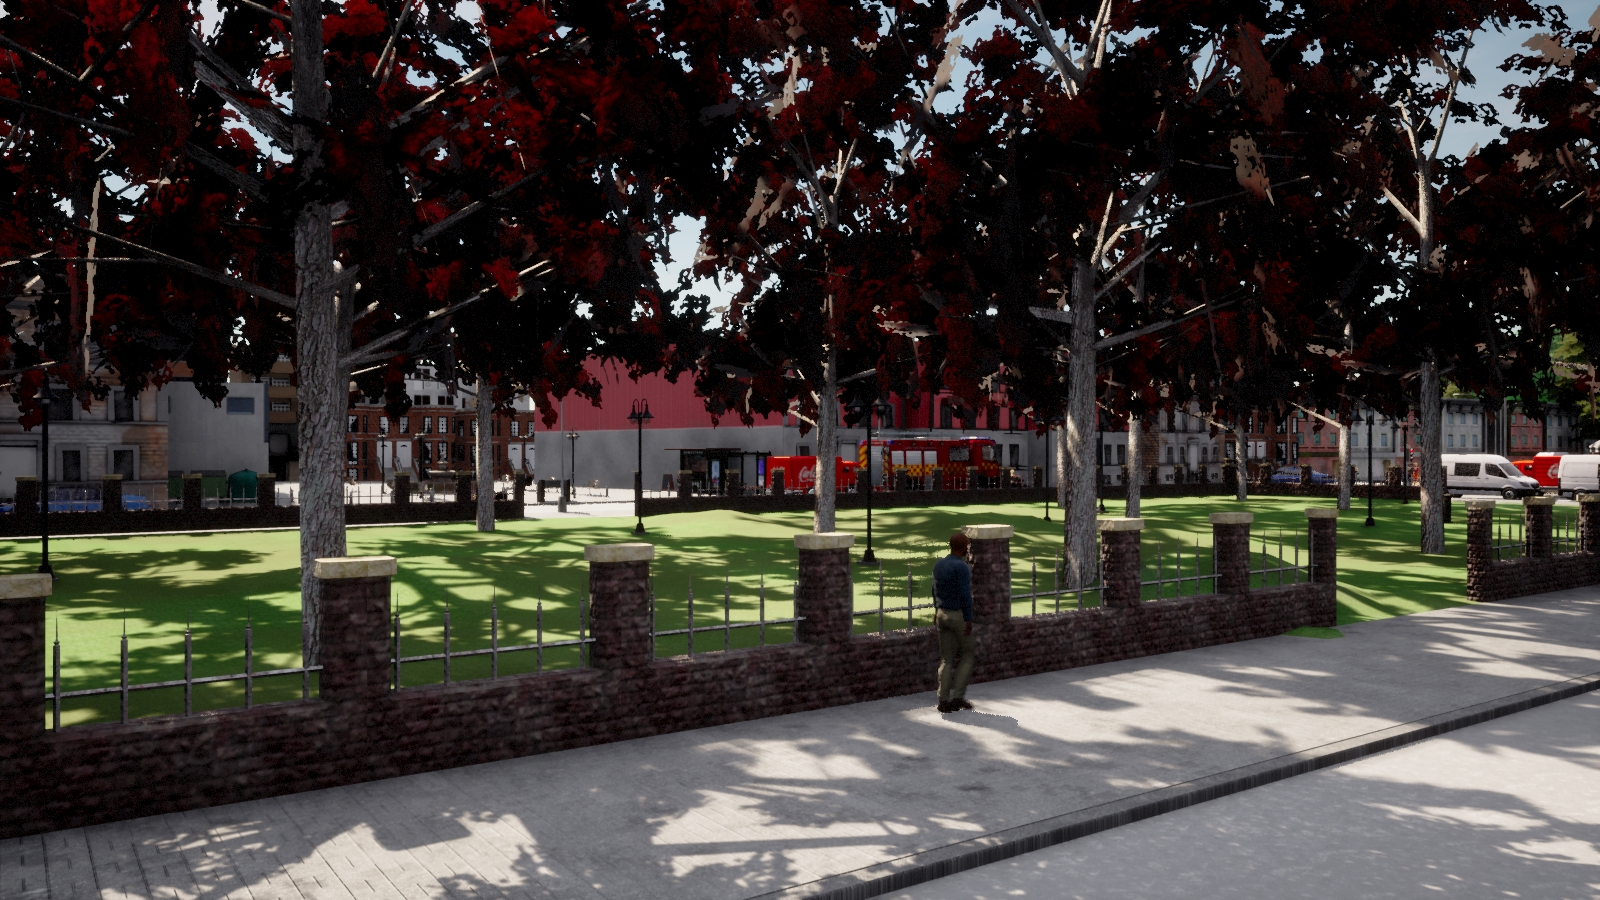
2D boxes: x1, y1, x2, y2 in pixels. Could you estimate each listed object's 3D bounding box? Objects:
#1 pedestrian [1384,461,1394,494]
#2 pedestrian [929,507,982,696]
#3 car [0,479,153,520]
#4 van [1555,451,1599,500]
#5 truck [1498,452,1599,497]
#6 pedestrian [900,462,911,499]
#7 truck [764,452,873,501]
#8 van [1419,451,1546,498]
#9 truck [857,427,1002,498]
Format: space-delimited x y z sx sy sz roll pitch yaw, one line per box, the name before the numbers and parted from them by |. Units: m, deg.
pedestrian | 32.909 1.523 63.858 0.375 1.860 0.375 0 0 -35
pedestrian | 1.588 1.525 11.673 0.375 1.860 0.375 0 0 -35
car | -28.464 1.886 44.623 5.357 1.411 2.033 0 0 -35
van | 42.801 1.314 59.145 1.988 2.561 5.915 0 0 -34
truck | 43.313 1.345 65.355 2.627 2.467 5.204 0 0 -35
pedestrian | 5.315 1.524 57.515 0.375 1.860 0.375 0 0 -34
truck | 0.982 1.348 60.339 5.204 2.467 2.627 0 0 -35
van | 38.735 1.314 65.046 1.988 2.561 5.915 0 0 -34
truck | 7.473 0.671 65.186 8.468 3.827 2.891 0 0 -35
